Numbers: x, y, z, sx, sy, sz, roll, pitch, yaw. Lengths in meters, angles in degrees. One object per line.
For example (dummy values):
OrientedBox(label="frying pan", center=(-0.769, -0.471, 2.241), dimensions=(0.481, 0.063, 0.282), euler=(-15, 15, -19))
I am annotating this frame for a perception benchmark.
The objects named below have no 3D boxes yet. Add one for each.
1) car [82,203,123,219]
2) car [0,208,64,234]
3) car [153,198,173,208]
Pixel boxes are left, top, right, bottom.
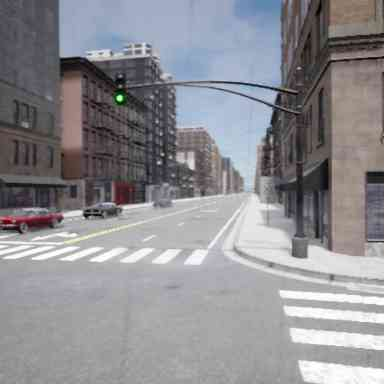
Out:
OrientedBox(label="car", center=(-7.917, 1.656, 29.768), dimensions=(1.895, 1.301, 4.718), euler=(0, 0, 10))
OrientedBox(label="car", center=(-9.749, 1.654, 19.829), dimensions=(1.895, 1.301, 4.718), euler=(0, 0, 11))
OrientedBox(label="car", center=(-4.243, 1.600, 49.420), dimensions=(2.033, 1.411, 5.357), euler=(0, 0, 11))
